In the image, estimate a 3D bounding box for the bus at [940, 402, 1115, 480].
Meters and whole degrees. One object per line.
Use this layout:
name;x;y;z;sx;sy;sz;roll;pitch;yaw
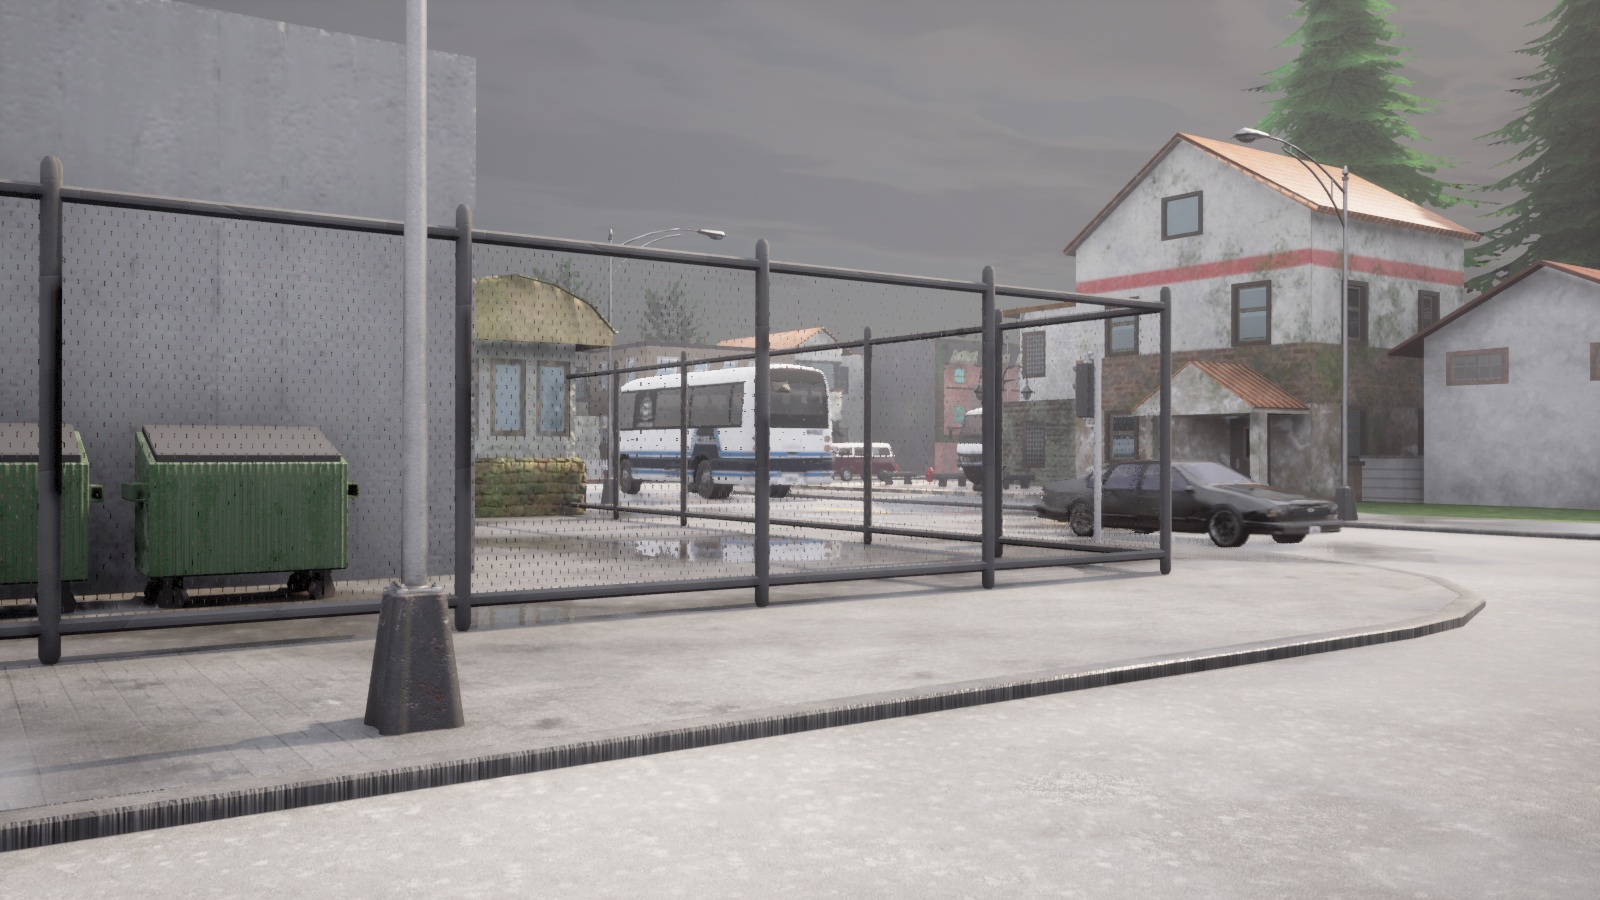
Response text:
bus;13.354;-0.481;73.223;10.273;4.253;3.944;0;0;-35

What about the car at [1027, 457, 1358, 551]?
car;6.568;0.831;21.723;2.033;1.411;5.357;0;0;-34

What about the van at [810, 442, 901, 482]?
van;2.929;0.624;66.090;4.480;2.038;2.069;0;0;-35

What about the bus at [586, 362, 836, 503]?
bus;-3.369;-0.518;43.289;3.944;4.253;10.273;0;0;-34
